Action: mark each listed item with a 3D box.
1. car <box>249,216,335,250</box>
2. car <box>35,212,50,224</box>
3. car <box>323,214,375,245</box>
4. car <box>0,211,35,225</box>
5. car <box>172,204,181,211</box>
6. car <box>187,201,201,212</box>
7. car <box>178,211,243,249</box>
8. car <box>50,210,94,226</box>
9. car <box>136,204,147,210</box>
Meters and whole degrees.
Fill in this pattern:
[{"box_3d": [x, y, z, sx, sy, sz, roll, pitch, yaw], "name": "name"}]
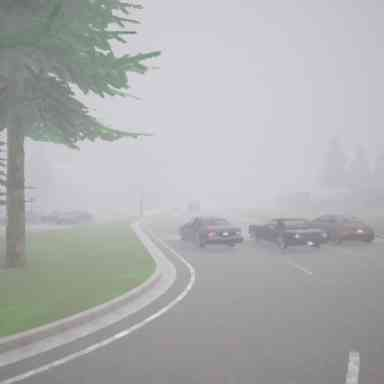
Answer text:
[{"box_3d": [4.445, 1.915, 16.082, 1.895, 1.301, 4.718, -1, -1, -14], "name": "car"}, {"box_3d": [-15.012, 2.751, 36.855, 1.895, 1.301, 4.718, -1, -1, 3], "name": "car"}, {"box_3d": [7.475, 1.859, 17.509, 1.994, 1.385, 4.181, -1, -1, -11], "name": "car"}, {"box_3d": [-18.548, 2.744, 36.193, 2.033, 1.411, 5.357, -1, -1, 4], "name": "car"}, {"box_3d": [-3.192, 3.205, 69.378, 2.128, 1.511, 4.902, -1, -2, 0], "name": "car"}, {"box_3d": [0.349, 2.606, 58.345, 2.150, 2.045, 5.566, -1, -2, 0], "name": "car"}, {"box_3d": [0.757, 1.947, 16.960, 2.033, 1.411, 5.357, -1, -1, -17], "name": "car"}, {"box_3d": [-11.756, 2.567, 33.783, 2.033, 1.411, 5.357, -1, -1, 6], "name": "car"}, {"box_3d": [-11.321, 3.353, 75.128, 1.994, 1.385, 4.181, -1, -1, 0], "name": "car"}]
